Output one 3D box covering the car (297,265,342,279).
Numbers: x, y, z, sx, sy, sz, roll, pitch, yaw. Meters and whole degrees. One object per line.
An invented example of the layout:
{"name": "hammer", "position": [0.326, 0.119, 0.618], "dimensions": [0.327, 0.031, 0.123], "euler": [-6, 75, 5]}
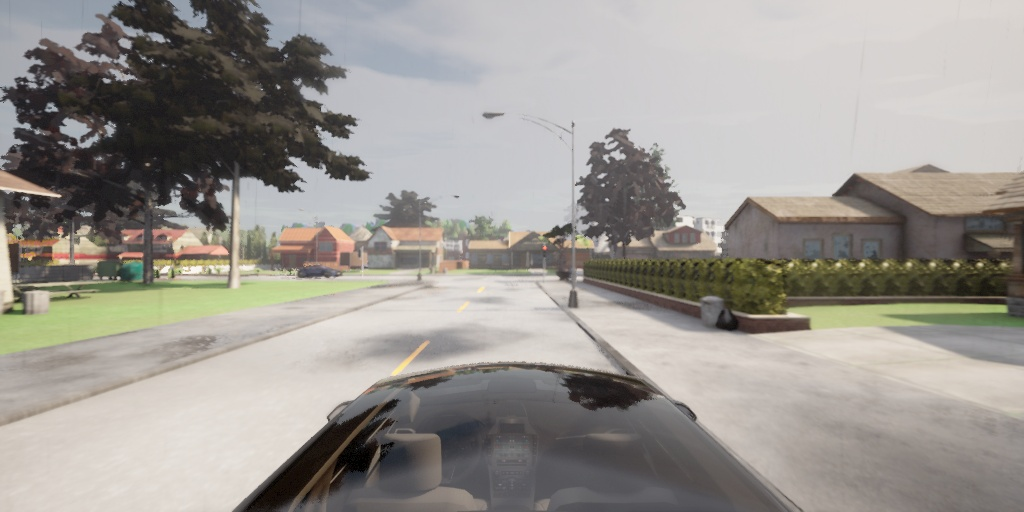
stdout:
{"name": "car", "position": [-20.262, 1.658, 37.801], "dimensions": [4.181, 1.385, 1.994], "euler": [0, -1, 0]}
